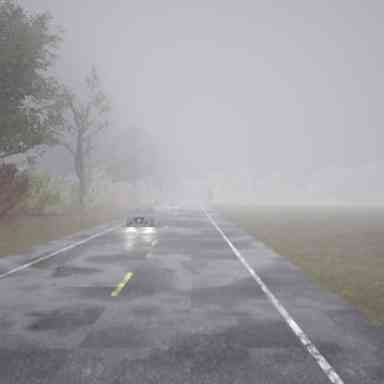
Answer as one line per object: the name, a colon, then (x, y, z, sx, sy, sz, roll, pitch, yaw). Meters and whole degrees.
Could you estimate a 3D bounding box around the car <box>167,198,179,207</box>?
car: (-3.516, 1.965, 61.709, 1.837, 1.490, 4.892, 0, 1, 0)

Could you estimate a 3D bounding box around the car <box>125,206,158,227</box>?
car: (-3.603, 1.764, 24.556, 1.994, 1.385, 4.181, 0, 0, 0)
